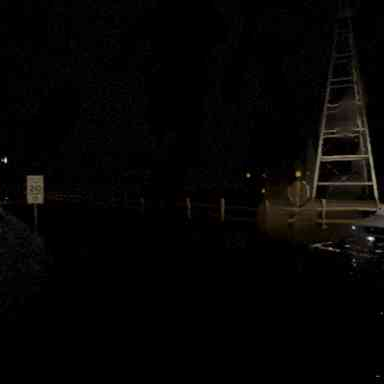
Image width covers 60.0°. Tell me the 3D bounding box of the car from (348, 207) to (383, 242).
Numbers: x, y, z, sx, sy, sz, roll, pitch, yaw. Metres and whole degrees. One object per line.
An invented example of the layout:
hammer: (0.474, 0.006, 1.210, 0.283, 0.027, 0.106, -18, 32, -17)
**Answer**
car: (8.397, 1.163, 12.958, 5.357, 1.411, 2.033, -2, 2, -33)

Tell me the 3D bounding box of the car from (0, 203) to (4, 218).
car: (-15.874, 1.279, 25.961, 1.812, 1.442, 4.674, -1, 1, -33)
